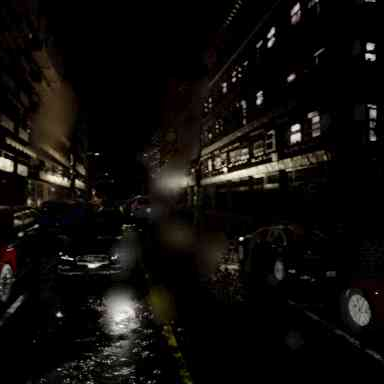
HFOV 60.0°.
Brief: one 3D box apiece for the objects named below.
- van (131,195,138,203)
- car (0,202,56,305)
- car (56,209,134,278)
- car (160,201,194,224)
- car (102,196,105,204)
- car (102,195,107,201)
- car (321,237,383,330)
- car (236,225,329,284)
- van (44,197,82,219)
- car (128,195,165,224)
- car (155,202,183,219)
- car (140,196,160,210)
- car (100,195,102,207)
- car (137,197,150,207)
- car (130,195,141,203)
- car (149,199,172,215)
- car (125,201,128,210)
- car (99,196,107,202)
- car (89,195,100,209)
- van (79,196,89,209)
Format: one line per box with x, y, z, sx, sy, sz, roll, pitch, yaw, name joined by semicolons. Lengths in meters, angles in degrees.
-14.749;1.726;85.166;1.690;1.788;3.998;2;-1;-13;van
-4.990;1.285;8.012;2.192;1.841;5.009;2;-1;-13;car
-2.920;1.514;10.341;1.837;1.490;4.892;1;0;-13;car
-1.038;1.666;25.887;1.887;1.381;4.507;2;-1;-13;car
-14.949;1.665;51.120;1.947;1.339;4.313;2;-1;-13;car
-18.672;1.491;67.287;2.192;1.841;5.009;2;-1;-13;car
3.936;1.621;4.330;1.887;1.381;4.507;2;-1;-13;car
2.692;1.635;9.720;2.008;1.369;4.403;2;-1;-13;car
-7.478;1.332;18.788;1.690;1.788;3.998;2;-1;-13;van
-3.571;1.309;25.695;2.150;2.045;5.566;1;0;-13;car
-2.282;1.682;31.275;1.887;1.381;4.507;2;-1;-13;car
-6.038;1.507;47.439;2.192;1.841;5.009;2;-1;-13;car
-12.452;1.373;40.344;2.192;1.841;5.009;2;-1;-13;car
-8.531;1.678;58.217;1.967;1.590;4.097;2;-1;-13;car
-13.504;1.666;79.777;2.192;1.841;5.009;2;-1;-13;car
-3.515;1.595;36.668;1.967;1.590;4.097;2;-1;-13;car
-7.574;1.620;43.084;1.882;1.535;5.008;1;-1;-13;car
-23.658;1.887;88.842;1.802;1.307;4.206;2;-1;-13;car
-11.209;1.355;34.955;2.192;1.841;5.009;2;-1;-13;car
-8.722;1.347;24.178;1.690;1.788;3.998;2;-1;-13;van
